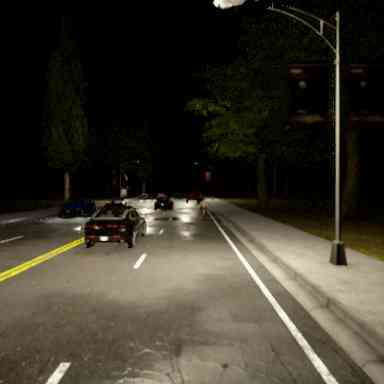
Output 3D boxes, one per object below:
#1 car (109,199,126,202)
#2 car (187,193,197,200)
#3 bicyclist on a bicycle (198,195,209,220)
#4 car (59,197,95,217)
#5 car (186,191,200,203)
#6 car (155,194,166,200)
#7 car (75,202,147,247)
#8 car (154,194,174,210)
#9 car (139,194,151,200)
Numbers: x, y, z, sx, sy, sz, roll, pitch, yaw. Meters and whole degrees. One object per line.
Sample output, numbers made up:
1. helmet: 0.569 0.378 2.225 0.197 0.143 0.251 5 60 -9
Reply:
1. car: -6.596 1.338 29.149 1.994 1.385 4.181 0 0 0
2. car: 0.000 0.975 73.761 2.033 1.411 5.357 0 0 0
3. bicyclist on a bicycle: 0.892 1.244 24.860 0.866 1.612 1.509 0 0 0
4. car: -9.846 1.254 28.804 1.882 1.535 5.008 0 0 0
5. car: 0.103 0.787 56.681 2.150 2.045 5.566 0 1 0
6. car: -6.499 1.045 69.402 1.895 1.301 4.718 0 0 0
7. car: -3.150 1.393 14.319 1.837 1.490 4.892 0 0 0
8. car: -3.149 1.274 37.499 1.994 1.385 4.181 0 0 0
9. car: -9.749 1.002 69.432 1.994 1.385 4.181 0 0 0
